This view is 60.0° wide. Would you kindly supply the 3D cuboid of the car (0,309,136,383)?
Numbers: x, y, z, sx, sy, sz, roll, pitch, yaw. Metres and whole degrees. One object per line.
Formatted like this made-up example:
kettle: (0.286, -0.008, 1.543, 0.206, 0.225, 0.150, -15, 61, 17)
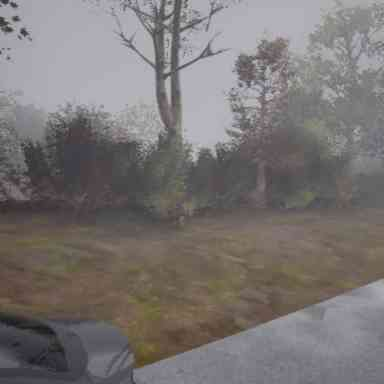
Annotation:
car: (-2.523, 1.497, 1.330, 4.892, 1.490, 1.837, 0, 1, -35)
